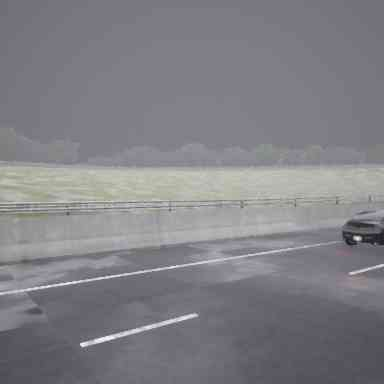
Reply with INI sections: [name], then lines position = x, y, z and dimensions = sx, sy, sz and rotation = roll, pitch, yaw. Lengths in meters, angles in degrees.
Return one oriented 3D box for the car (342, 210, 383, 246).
[car]
position = 8.275, 1.521, 14.071
dimensions = 4.892, 1.490, 1.837
rotation = 0, 0, -35
